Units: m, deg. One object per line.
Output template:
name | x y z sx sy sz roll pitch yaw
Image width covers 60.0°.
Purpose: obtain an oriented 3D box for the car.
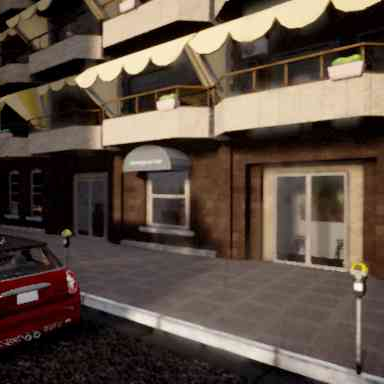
car | -3.762 1.417 5.557 4.097 1.590 1.967 0 0 35
